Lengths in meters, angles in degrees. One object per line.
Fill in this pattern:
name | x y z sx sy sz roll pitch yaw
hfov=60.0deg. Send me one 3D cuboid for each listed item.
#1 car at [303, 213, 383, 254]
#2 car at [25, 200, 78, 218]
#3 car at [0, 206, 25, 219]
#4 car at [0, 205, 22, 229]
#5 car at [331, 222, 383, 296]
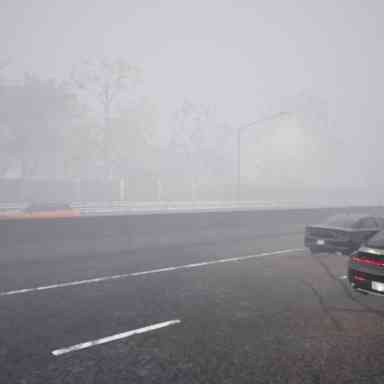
car | 6.311 1.545 12.546 5.008 1.535 1.882 0 0 -36
car | -8.935 1.372 19.112 4.553 1.767 2.097 0 0 -35
car | -10.042 1.491 14.024 4.902 1.511 2.128 0 0 -35
car | -12.960 1.571 20.541 4.181 1.385 1.994 0 0 -35
car | 5.520 1.553 7.684 4.892 1.490 1.837 0 0 -36
